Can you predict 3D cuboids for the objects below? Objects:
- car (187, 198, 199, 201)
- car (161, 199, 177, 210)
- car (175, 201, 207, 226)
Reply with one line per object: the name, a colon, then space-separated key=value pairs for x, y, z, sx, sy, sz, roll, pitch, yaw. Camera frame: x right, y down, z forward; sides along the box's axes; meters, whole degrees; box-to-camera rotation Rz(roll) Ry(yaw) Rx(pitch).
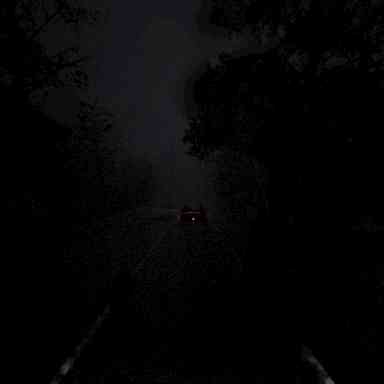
car: x=0.149 y=1.558 z=41.682 sx=2.097 sy=1.767 sz=4.553 roll=0 pitch=0 yaw=0
car: x=-3.171 y=1.743 z=47.372 sx=1.994 sy=1.385 sz=4.181 roll=0 pitch=0 yaw=2
car: x=0.099 y=1.653 z=25.059 sx=2.128 sy=1.511 sz=4.902 roll=0 pitch=-1 yaw=0
